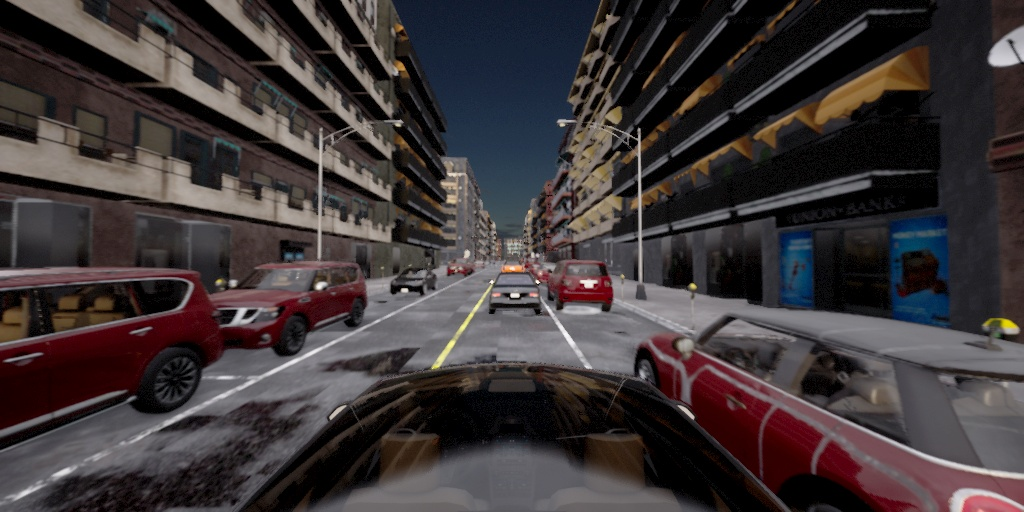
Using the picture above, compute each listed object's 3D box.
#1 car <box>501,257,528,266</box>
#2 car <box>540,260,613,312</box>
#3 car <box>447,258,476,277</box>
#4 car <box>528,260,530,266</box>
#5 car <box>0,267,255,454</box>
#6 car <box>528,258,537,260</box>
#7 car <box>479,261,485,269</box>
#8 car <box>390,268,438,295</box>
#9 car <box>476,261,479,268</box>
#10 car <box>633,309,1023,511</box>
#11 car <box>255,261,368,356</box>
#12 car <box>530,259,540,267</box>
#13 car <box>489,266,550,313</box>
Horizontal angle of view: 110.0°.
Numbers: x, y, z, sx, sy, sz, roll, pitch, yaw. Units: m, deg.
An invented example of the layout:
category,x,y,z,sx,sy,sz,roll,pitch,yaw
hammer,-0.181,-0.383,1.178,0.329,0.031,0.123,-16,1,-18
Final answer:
category,x,y,z,sx,sy,sz,roll,pitch,yaw
car,0.099,1.132,32.471,2.097,1.767,4.553,0,0,0
car,2.533,1.070,14.320,2.192,1.841,5.009,0,0,0
car,-5.317,1.103,36.499,2.192,1.841,5.009,0,0,0
car,2.532,1.370,36.445,1.802,1.307,4.207,0,0,0
car,-5.314,1.065,3.318,2.192,1.841,5.009,0,0,0
car,2.530,1.131,47.507,2.192,1.841,5.009,0,0,0
car,-5.319,1.434,58.623,1.802,1.307,4.207,0,0,0
car,-5.315,1.326,19.910,1.948,1.339,4.313,0,0,0
car,-5.317,1.346,42.030,1.888,1.381,4.507,0,0,0
car,2.576,1.190,3.258,1.967,1.591,4.097,0,0,0
car,-5.314,1.067,8.848,2.192,1.841,5.009,0,0,0
car,2.532,1.208,25.382,1.967,1.591,4.097,0,0,0
car,0.106,1.303,13.931,2.033,1.411,5.357,0,0,0
